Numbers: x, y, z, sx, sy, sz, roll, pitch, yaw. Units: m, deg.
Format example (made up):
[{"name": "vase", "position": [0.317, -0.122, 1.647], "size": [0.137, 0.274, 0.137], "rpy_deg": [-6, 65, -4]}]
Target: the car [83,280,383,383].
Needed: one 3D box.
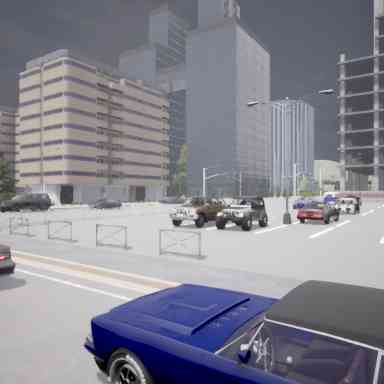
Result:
[{"name": "car", "position": [1.101, 1.601, 3.204], "size": [4.718, 1.301, 1.895], "rpy_deg": [0, 0, 35]}]

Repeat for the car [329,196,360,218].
[{"name": "car", "position": [15.019, 1.395, 32.246], "size": [1.970, 1.475, 3.806], "rpy_deg": [0, 0, 34]}]

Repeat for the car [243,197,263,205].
[{"name": "car", "position": [11.338, 1.601, 61.962], "size": [1.895, 1.301, 4.718], "rpy_deg": [0, 0, 35]}]

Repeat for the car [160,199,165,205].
[{"name": "car", "position": [-3.422, 1.548, 59.042], "size": [2.033, 1.411, 5.357], "rpy_deg": [0, 0, 34]}]

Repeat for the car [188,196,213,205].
[{"name": "car", "position": [1.593, 1.547, 60.175], "size": [2.033, 1.411, 5.357], "rpy_deg": [0, 0, 34]}]

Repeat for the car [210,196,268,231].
[{"name": "car", "position": [2.993, 1.156, 19.293], "size": [1.905, 1.878, 3.866], "rpy_deg": [0, 0, 34]}]

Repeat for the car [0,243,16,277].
[{"name": "car", "position": [-6.743, 1.547, 8.721], "size": [5.357, 1.411, 2.033], "rpy_deg": [0, 0, 35]}]

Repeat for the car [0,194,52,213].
[{"name": "car", "position": [-18.400, 1.221, 36.843], "size": [2.150, 2.045, 5.566], "rpy_deg": [0, 0, 34]}]

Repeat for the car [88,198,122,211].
[{"name": "car", "position": [-10.869, 1.526, 41.754], "size": [1.812, 1.442, 4.674], "rpy_deg": [0, 0, 34]}]

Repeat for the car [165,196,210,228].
[{"name": "car", "position": [0.626, 1.153, 20.959], "size": [1.932, 1.855, 4.605], "rpy_deg": [0, 0, 34]}]
